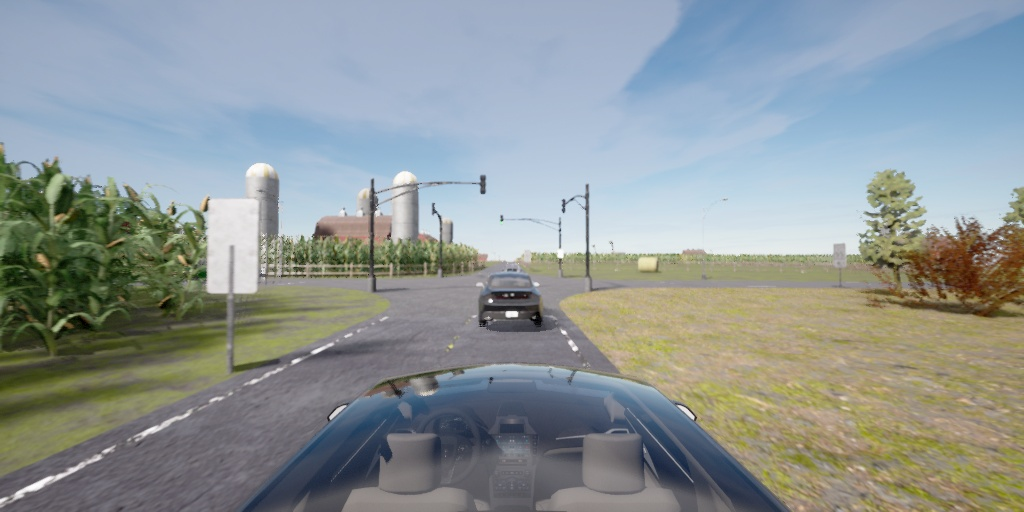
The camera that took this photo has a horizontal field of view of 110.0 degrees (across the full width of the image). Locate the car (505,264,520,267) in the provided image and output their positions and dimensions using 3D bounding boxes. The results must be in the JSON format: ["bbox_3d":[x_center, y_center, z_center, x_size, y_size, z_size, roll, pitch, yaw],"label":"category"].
[{"bbox_3d":[0.056,1.455,36.016,1.895,1.301,4.718,0,0,0],"label":"car"}]

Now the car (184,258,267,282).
[{"bbox_3d":[-19.711,0.970,24.887,4.553,1.767,2.097,0,-1,-3],"label":"car"}]

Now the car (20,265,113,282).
[{"bbox_3d":[-30.155,1.010,24.308,5.008,1.535,1.882,0,-1,-3],"label":"car"}]

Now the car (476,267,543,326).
[{"bbox_3d":[-0.118,1.281,11.781,1.837,1.490,4.892,0,0,-3],"label":"car"}]
